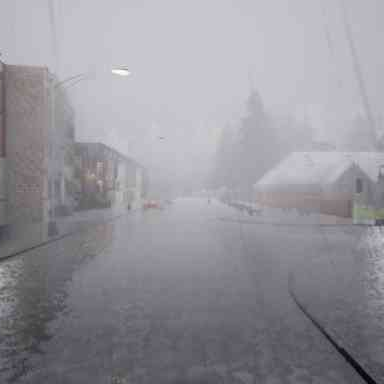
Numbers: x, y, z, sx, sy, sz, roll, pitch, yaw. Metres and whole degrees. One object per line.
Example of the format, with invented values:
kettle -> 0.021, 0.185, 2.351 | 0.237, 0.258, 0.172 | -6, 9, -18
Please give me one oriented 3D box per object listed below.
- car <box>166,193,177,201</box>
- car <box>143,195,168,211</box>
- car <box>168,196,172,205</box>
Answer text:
car -> -3.951, 0.963, 65.211 | 1.994, 1.385, 4.181 | 0, 0, 0
car -> -4.085, 1.116, 36.340 | 2.097, 1.767, 4.553 | 0, 0, 0
car -> -4.053, 1.277, 49.610 | 1.895, 1.301, 4.718 | 0, 0, 1
